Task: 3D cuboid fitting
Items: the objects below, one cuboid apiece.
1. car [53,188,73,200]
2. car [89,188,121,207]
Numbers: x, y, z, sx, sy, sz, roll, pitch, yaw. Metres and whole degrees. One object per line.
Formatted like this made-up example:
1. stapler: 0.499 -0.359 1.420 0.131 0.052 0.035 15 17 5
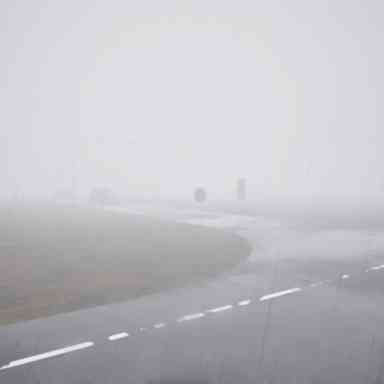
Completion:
1. car: -21.082 0.354 54.465 2.150 2.045 5.566 -1 2 -35
2. car: -10.347 0.598 39.201 2.150 2.045 5.566 -1 2 -35
